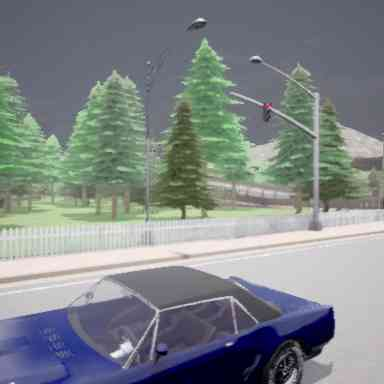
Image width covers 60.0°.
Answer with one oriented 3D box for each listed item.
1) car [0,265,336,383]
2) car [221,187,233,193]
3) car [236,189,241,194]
[{"bbox_3d":[-0.587,1.612,3.573,4.718,1.301,1.895,1,0,-35],"label":"car"},{"bbox_3d":[6.379,-0.363,73.299,1.837,1.490,4.892,1,6,-37],"label":"car"},{"bbox_3d":[9.174,-0.312,75.404,1.812,1.442,4.674,1,6,-37],"label":"car"}]
